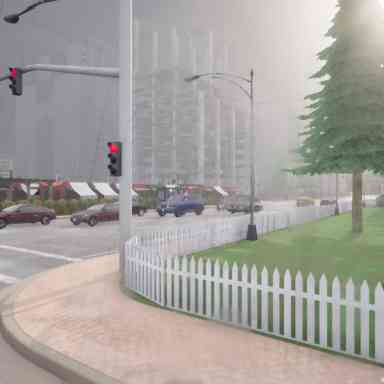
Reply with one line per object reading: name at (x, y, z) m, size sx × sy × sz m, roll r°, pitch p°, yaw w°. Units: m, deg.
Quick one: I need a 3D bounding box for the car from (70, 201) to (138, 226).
car at (-6.300, 1.526, 23.458) m, size 1.812 × 1.442 × 4.674 m, roll 0°, pitch 0°, yaw 34°

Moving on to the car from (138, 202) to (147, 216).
car at (-6.196, 1.478, 29.914) m, size 1.882 × 1.535 × 5.008 m, roll 0°, pitch 0°, yaw 34°

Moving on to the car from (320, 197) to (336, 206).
car at (21.080, 1.526, 51.264) m, size 1.812 × 1.442 × 4.674 m, roll 0°, pitch 0°, yaw 34°

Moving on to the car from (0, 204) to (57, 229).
car at (-11.415, 1.526, 22.169) m, size 1.812 × 1.442 × 4.674 m, roll 0°, pitch 0°, yaw 36°

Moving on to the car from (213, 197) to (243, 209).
car at (5.160, 1.491, 46.696) m, size 2.128 × 1.511 × 4.902 m, roll 0°, pitch 0°, yaw 34°

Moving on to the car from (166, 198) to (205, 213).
car at (-0.654, 1.491, 38.128) m, size 2.128 × 1.511 × 4.902 m, roll 0°, pitch 0°, yaw 34°

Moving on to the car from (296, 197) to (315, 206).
car at (18.250, 1.478, 53.326) m, size 1.882 × 1.535 × 5.008 m, roll 0°, pitch 0°, yaw 34°

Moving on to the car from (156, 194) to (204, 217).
car at (-0.990, 1.221, 31.378) m, size 2.150 × 2.045 × 5.566 m, roll 0°, pitch 0°, yaw 34°

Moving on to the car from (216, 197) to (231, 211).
car at (4.645, 1.491, 39.718) m, size 2.128 × 1.511 × 4.902 m, roll 0°, pitch 0°, yaw 34°

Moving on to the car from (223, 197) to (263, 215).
car at (5.630, 1.547, 34.575) m, size 2.033 × 1.411 × 5.357 m, roll 0°, pitch 0°, yaw 34°
